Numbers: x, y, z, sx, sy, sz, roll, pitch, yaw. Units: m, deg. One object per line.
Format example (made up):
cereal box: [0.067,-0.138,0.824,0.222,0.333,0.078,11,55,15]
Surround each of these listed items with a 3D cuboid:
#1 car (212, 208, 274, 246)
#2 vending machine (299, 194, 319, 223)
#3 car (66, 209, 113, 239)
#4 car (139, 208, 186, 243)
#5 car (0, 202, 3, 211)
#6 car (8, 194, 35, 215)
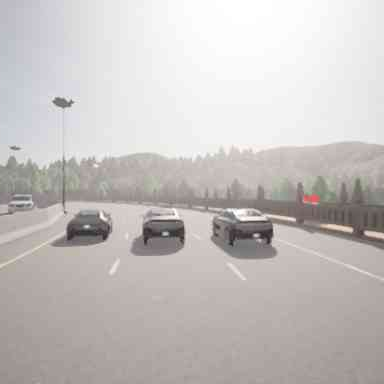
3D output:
car: [2.182,1.487,15.401,2.128,1.511,4.902,0,0,-8]
vending machine: [8.587,1.169,24.380,1.100,2.100,0.880,0,0,-13]
car: [-5.277,1.588,17.517,1.994,1.385,4.181,0,0,-10]
car: [-1.463,1.501,16.060,2.128,1.511,4.902,0,0,-9]
car: [-24.936,1.595,41.678,2.128,1.511,4.902,0,0,-28]
car: [-17.962,1.295,35.184,2.150,2.045,5.566,0,0,-23]
